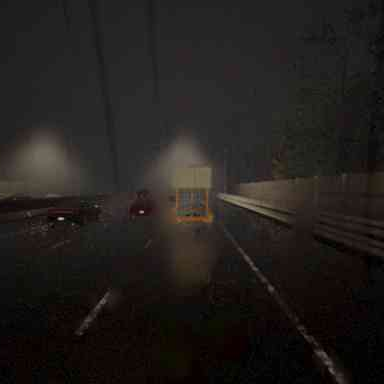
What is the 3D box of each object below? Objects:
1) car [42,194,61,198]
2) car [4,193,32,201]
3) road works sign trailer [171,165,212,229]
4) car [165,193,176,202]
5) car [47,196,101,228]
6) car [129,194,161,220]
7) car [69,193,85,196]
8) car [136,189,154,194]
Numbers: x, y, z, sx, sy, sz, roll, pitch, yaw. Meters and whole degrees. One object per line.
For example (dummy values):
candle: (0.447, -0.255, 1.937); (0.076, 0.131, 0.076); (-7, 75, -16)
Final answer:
car: (-21.051, 0.946, 50.328); (2.033, 1.411, 5.357); (0, 1, 1)
car: (-24.563, 0.913, 47.050); (1.882, 1.535, 5.008); (0, 1, 0)
road works sign trailer: (0.000, 0.221, 19.706); (2.380, 3.560, 2.880); (0, 1, 0)
car: (-3.406, 0.893, 55.300); (2.033, 1.411, 5.357); (0, 1, 0)
car: (-6.900, 1.230, 19.986); (1.882, 1.535, 5.008); (0, 1, 0)
car: (-3.401, 1.172, 24.909); (1.882, 1.535, 5.008); (0, 1, 0)
car: (-17.557, 0.869, 51.046); (1.882, 1.535, 5.008); (0, 1, 1)
car: (-6.902, 0.642, 48.395); (2.150, 2.045, 5.566); (0, 1, 0)
